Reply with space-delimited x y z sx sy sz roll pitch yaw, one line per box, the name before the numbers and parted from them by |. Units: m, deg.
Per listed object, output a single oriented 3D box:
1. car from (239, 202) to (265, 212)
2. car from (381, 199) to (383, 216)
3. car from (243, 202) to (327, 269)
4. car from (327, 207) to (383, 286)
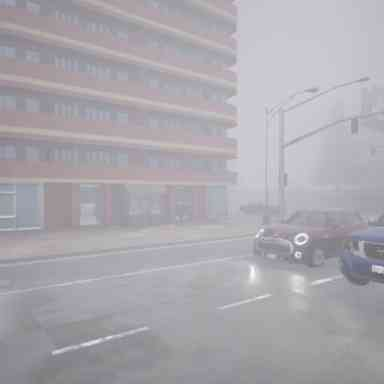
car | 6.844 1.601 32.043 1.895 1.301 4.718 0 0 -36
car | 20.855 1.491 31.453 4.902 1.511 2.128 0 1 37
car | 4.221 1.352 11.349 4.553 1.767 2.097 0 0 -36
car | 6.022 1.224 8.333 5.566 2.045 2.150 0 0 -36
